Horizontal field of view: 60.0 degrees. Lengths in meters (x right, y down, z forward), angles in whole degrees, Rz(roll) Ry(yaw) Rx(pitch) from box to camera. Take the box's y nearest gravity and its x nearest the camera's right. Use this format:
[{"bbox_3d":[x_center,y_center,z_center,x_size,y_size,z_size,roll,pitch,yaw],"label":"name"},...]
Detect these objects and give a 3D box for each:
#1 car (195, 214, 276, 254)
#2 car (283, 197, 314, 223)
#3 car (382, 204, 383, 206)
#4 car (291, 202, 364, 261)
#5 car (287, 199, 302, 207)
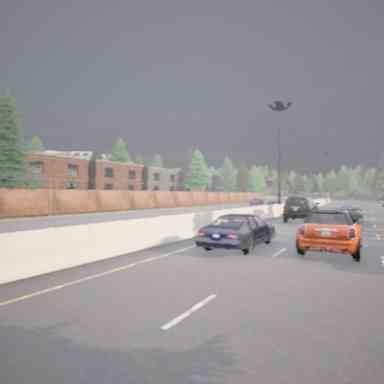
[{"bbox_3d":[2.031,1.624,14.001,2.033,1.411,5.357,0,0,28],"label":"car"},{"bbox_3d":[9.027,1.414,27.336,2.150,2.045,5.566,0,0,28],"label":"car"},{"bbox_3d":[15.229,1.447,24.091,2.150,2.045,5.566,0,0,28],"label":"car"},{"bbox_3d":[5.566,1.451,13.183,2.097,1.767,4.553,0,0,28],"label":"car"},{"bbox_3d":[18.920,1.979,61.355,1.994,1.385,4.181,0,0,28],"label":"car"}]
